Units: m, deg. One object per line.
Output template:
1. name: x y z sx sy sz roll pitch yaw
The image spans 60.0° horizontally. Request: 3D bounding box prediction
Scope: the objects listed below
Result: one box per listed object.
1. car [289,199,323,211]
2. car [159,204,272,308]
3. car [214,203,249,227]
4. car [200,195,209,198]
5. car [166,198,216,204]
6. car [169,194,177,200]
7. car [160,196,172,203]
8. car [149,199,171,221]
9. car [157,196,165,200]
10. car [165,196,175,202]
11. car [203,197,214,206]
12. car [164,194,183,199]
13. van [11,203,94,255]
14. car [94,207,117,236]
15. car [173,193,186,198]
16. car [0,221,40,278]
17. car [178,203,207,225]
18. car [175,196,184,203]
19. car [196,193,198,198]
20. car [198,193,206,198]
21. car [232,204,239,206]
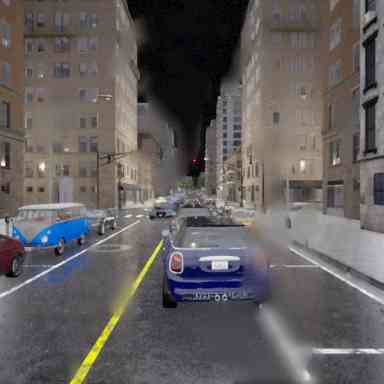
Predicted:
1. car: 13.673 1.515 38.359 4.718 1.301 1.895 0 0 0
2. car: 0.321 1.352 8.158 2.097 1.767 4.553 0 0 -5
3. car: 2.689 1.550 23.744 2.008 1.369 4.403 0 0 0
4. car: 2.745 1.549 50.620 2.008 1.369 4.403 0 0 0
5. car: 0.110 1.351 15.425 2.097 1.767 4.553 0 0 0
6. car: -5.194 1.429 90.404 1.967 1.590 4.097 0 0 0
7. car: -5.243 1.561 67.679 1.947 1.339 4.313 0 0 0
8. car: -2.057 1.563 27.019 1.994 1.385 4.181 0 0 9
9. car: -5.268 1.523 56.147 1.752 1.417 4.829 0 0 0
10. car: -5.218 1.543 79.042 2.008 1.369 4.403 0 0 0
11. car: 2.758 1.580 56.301 1.802 1.307 4.206 0 0 0
12. car: -2.734 1.476 50.495 1.882 1.535 5.008 0 0 0
13. van: -5.365 1.340 12.948 1.690 1.788 3.998 0 0 0
14. car: -5.352 1.550 18.354 2.008 1.369 4.403 0 0 0
15. car: -2.692 1.218 60.483 2.150 2.045 5.566 0 0 1
16. car: -5.378 1.581 7.541 1.802 1.307 4.206 0 0 0
17. car: 0.071 1.563 25.086 1.994 1.385 4.181 0 0 0
18. car: -2.599 1.519 70.589 1.812 1.442 4.674 0 0 0
19. car: 2.819 1.306 84.710 2.192 1.841 5.009 0 0 0
20. car: 2.794 1.434 73.346 1.967 1.590 4.097 0 0 0
21. car: 2.683 1.525 18.507 1.752 1.417 4.829 0 0 0
